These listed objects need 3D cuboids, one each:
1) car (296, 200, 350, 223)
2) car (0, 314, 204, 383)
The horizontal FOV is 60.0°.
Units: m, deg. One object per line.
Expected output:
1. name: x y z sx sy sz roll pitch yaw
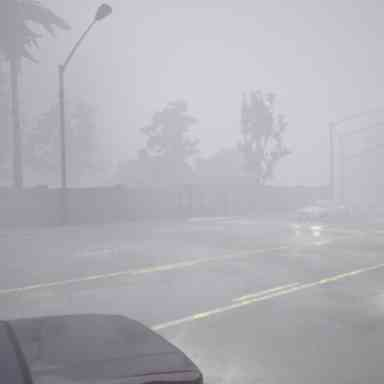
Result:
1. car: 9.392 1.337 23.573 4.674 1.442 1.812 -1 0 -35
2. car: -2.430 1.552 2.014 5.357 1.411 2.033 0 0 -35
